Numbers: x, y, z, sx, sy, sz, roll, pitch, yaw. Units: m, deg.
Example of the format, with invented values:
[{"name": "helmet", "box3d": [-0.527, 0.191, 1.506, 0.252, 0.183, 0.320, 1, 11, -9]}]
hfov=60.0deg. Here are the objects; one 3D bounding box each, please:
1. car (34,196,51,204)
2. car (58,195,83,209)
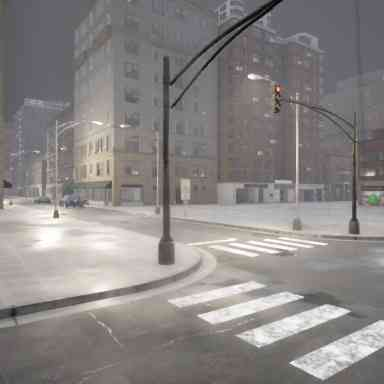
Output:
[{"name": "car", "box3d": [-25.380, 1.287, 56.348, 1.994, 1.385, 4.181, 0, 0, -36]}, {"name": "car", "box3d": [-15.620, 1.149, 42.690, 2.097, 1.767, 4.553, 0, 0, -36]}]
